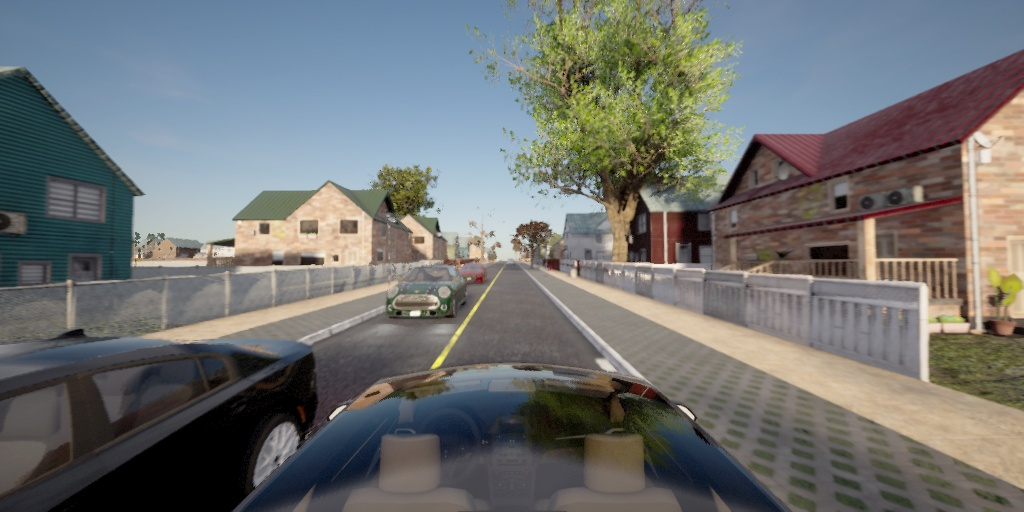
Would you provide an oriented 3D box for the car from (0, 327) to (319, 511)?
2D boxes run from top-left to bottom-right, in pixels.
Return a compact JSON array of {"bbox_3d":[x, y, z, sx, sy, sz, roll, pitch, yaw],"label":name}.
[{"bbox_3d":[-2.840,1.238,1.496,1.882,1.535,5.008,0,0,0],"label":"car"}]

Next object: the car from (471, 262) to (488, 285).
[{"bbox_3d":[-2.882,1.259,26.717,1.882,1.535,5.008,0,0,0],"label":"car"}]

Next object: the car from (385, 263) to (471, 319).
[{"bbox_3d":[-2.880,1.120,12.922,2.097,1.767,4.553,0,0,0],"label":"car"}]
